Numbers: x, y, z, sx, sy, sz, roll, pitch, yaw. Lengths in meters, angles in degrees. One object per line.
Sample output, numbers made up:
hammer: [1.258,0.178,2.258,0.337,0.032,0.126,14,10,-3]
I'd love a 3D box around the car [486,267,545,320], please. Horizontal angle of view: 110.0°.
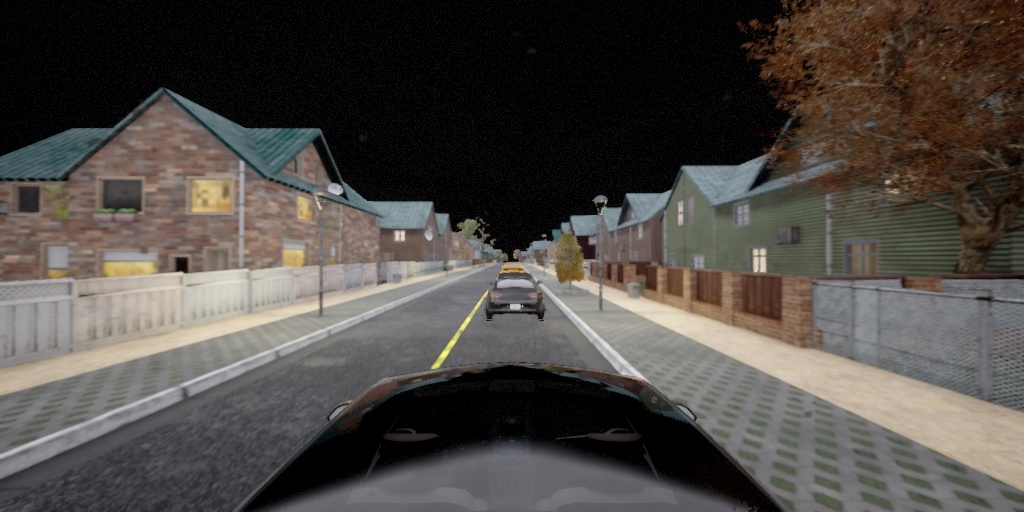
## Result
car: [0.098,1.282,12.506,1.812,1.442,4.674,0,0,0]

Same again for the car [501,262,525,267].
car: [0.098,1.263,30.853,1.882,1.535,5.008,0,0,0]
